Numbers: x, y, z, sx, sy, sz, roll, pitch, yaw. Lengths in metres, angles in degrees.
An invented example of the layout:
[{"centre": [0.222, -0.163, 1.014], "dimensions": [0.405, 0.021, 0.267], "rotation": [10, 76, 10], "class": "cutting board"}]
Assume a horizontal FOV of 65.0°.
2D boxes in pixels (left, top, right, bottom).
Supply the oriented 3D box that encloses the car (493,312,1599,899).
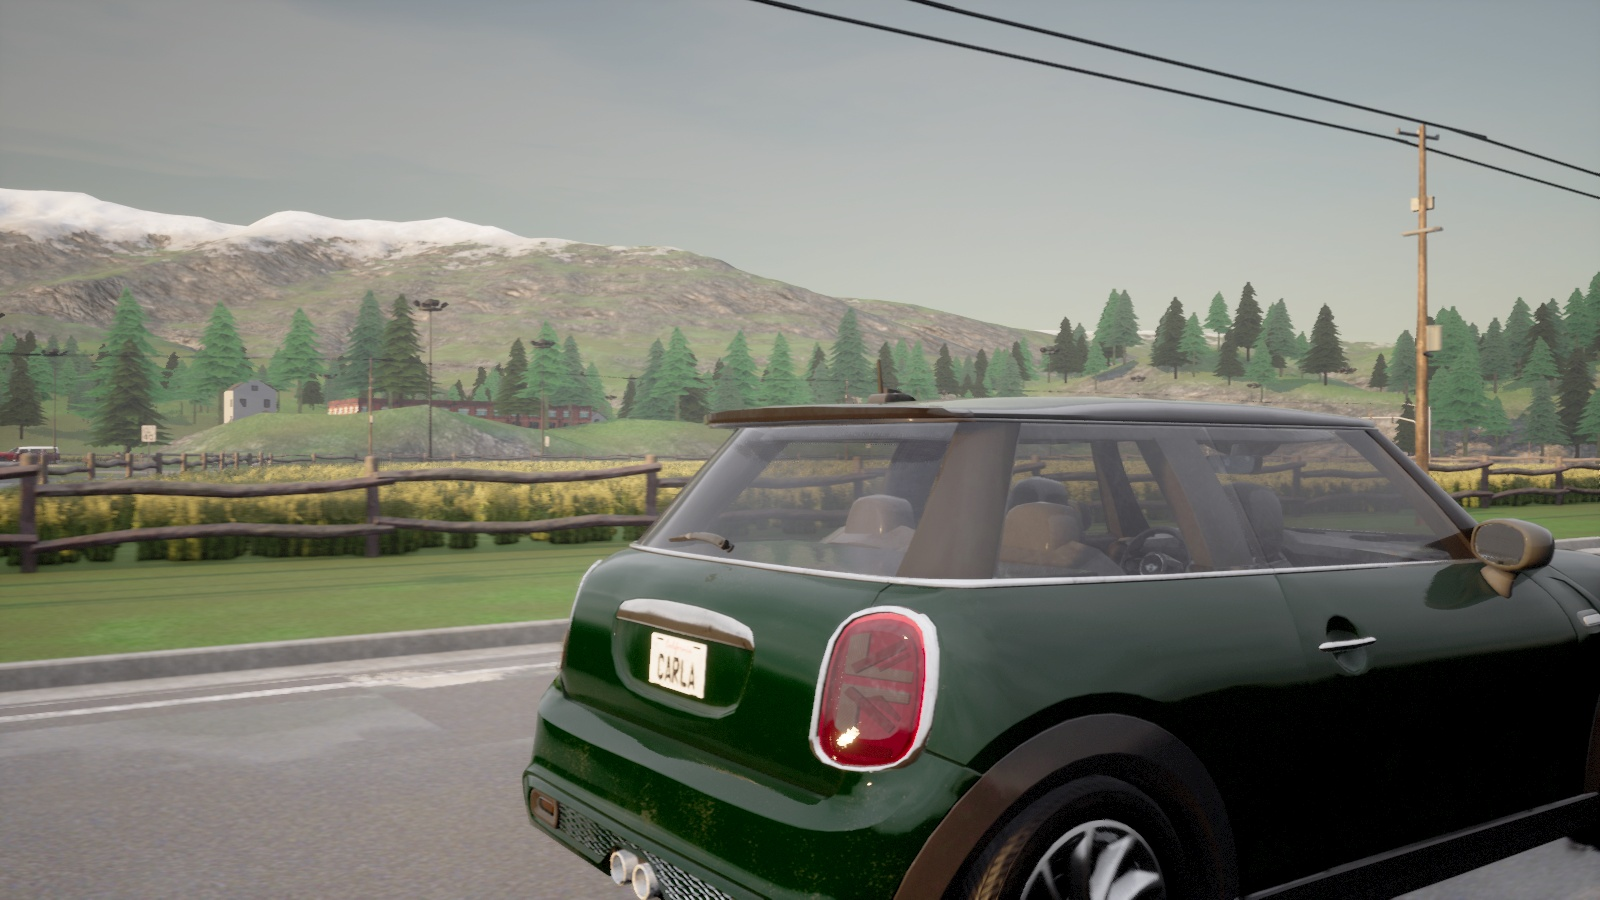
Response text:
[{"centre": [1.438, 0.612, 4.660], "dimensions": [4.553, 1.767, 2.097], "rotation": [0, 0, -35], "class": "car"}]
